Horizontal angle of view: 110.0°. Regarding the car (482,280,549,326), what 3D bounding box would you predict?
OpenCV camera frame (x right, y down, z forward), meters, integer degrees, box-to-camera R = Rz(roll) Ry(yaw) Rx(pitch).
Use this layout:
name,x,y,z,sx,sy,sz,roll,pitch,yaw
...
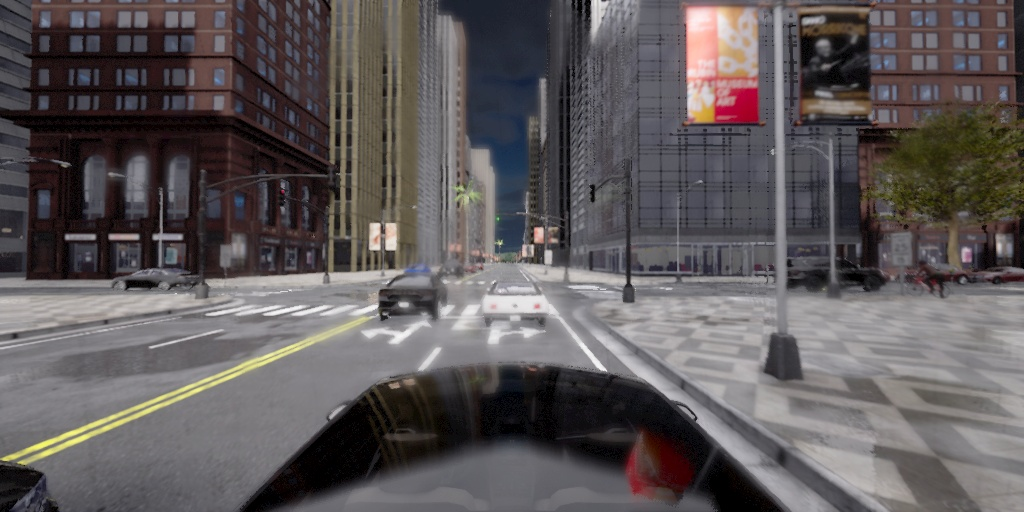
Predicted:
name,x,y,z,sx,sy,sz,roll,pitch,yaw
car,0.098,1.454,12.128,1.895,1.301,4.718,0,-1,0

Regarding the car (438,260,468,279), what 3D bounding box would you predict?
name,x,y,z,sx,sy,sz,roll,pitch,yaw
car,-6.602,1.414,39.805,2.150,2.045,5.566,0,-1,0

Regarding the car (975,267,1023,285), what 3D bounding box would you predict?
name,x,y,z,sx,sy,sz,roll,pitch,yaw
car,37.740,1.500,27.645,4.207,1.307,1.802,0,0,-1

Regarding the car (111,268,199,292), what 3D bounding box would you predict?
name,x,y,z,sx,sy,sz,roll,pitch,yaw
car,-23.686,1.574,23.907,4.902,1.511,2.128,0,-1,1

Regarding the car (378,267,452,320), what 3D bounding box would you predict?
name,x,y,z,sx,sy,sz,roll,pitch,yaw
car,-3.497,1.341,13.346,1.882,1.535,5.008,0,0,-5

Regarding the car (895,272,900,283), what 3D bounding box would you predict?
name,x,y,z,sx,sy,sz,roll,pitch,yaw
car,26.463,1.528,27.470,4.207,1.307,1.802,0,0,-1

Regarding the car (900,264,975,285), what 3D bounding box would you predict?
name,x,y,z,sx,sy,sz,roll,pitch,yaw
car,32.101,1.371,27.558,4.097,1.591,1.967,0,0,-1

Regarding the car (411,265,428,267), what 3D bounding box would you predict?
name,x,y,z,sx,sy,sz,roll,pitch,yaw
car,-9.849,1.646,37.912,1.882,1.535,5.008,0,-1,0

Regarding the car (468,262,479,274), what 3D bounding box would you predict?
name,x,y,z,sx,sy,sz,roll,pitch,yaw
car,-6.569,1.714,52.742,2.097,1.767,4.553,0,-1,0

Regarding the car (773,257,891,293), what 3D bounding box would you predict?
name,x,y,z,sx,sy,sz,roll,pitch,yaw
car,18.867,1.086,21.501,5.566,2.045,2.150,0,-1,0

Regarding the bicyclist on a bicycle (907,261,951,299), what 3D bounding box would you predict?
name,x,y,z,sx,sy,sz,roll,pitch,yaw
bicyclist on a bicycle,18.392,1.066,15.870,0.582,1.620,1.656,0,-1,-1
